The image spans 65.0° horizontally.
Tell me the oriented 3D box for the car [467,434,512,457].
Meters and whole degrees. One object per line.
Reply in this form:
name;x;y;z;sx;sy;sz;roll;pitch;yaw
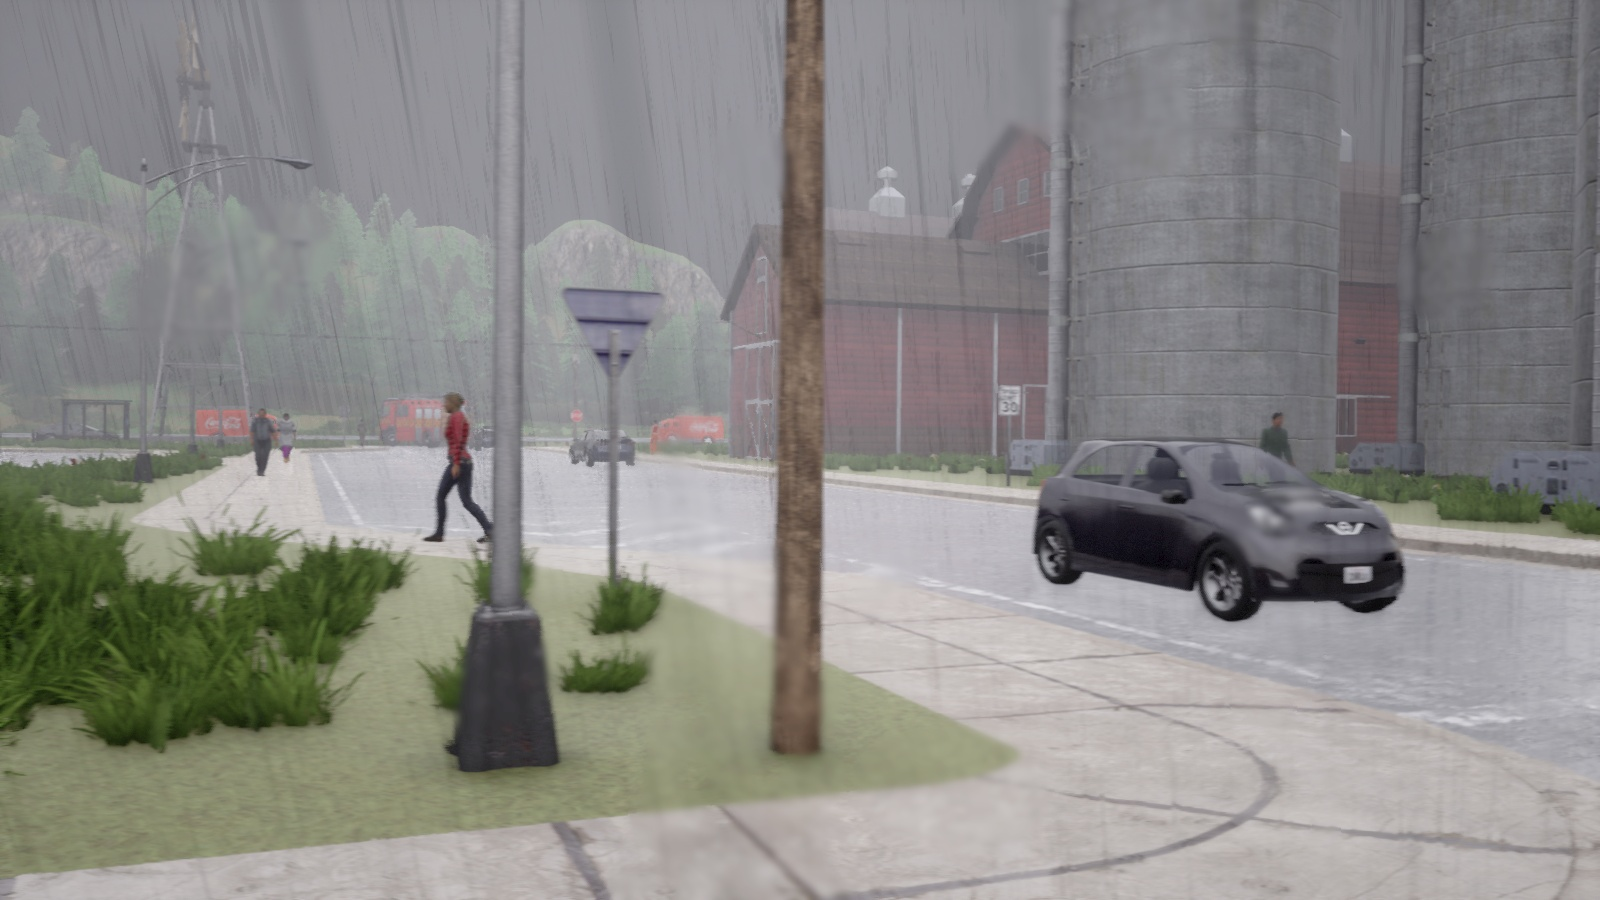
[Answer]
car;-20.313;-0.317;82.020;2.163;1.488;4.792;-1;1;-22

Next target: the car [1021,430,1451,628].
car;3.823;0.581;11.676;1.845;1.501;3.633;-1;1;-22

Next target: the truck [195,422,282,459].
truck;-38.183;-0.668;85.561;5.204;2.467;2.627;-1;1;-20

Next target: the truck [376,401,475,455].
truck;-27.508;-1.567;91.910;8.468;3.827;2.891;0;1;42

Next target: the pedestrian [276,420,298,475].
pedestrian;-18.484;-0.083;45.255;0.659;1.952;0.873;-1;1;-24

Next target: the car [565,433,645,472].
car;-7.954;0.056;50.859;2.163;1.488;4.792;-1;1;-22

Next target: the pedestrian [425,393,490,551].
pedestrian;-4.044;0.256;14.826;0.636;1.846;0.331;-1;1;4

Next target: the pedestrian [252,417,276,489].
pedestrian;-13.980;0.072;32.731;0.540;1.848;0.694;-1;1;-24

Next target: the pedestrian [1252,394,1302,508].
pedestrian;8.257;0.010;21.768;0.423;1.949;0.788;-1;1;-15

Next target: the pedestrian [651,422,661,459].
pedestrian;-7.111;-0.478;61.982;0.345;1.836;0.594;-1;1;-22

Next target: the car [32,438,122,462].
car;-47.254;-0.028;82.155;4.792;1.488;2.163;-1;1;-20
